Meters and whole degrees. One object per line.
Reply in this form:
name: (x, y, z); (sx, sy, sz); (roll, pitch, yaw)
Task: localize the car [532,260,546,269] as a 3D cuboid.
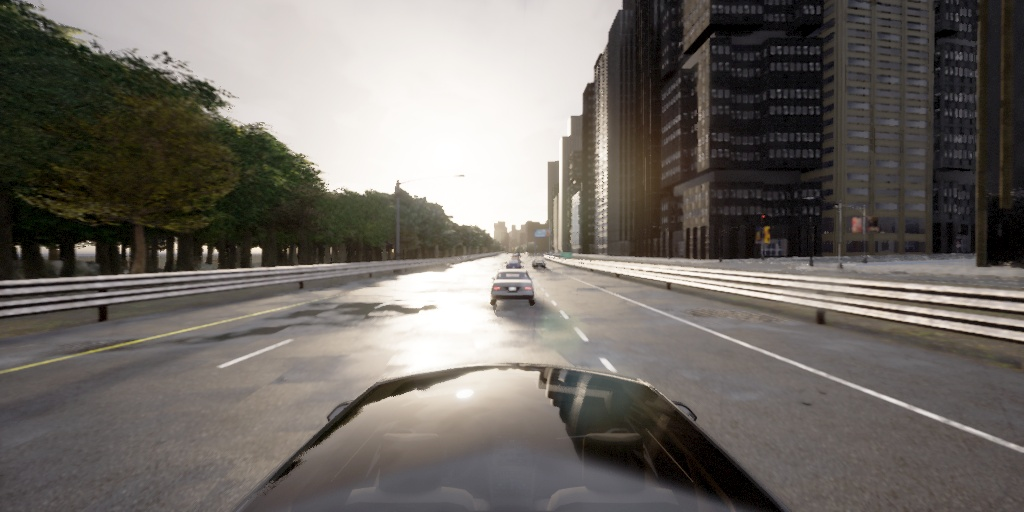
car: (3.896, 1.194, 53.122); (1.895, 1.301, 4.718); (0, 0, 1)

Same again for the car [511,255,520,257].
car: (0.414, 1.047, 62.616); (1.837, 1.490, 4.892); (0, 1, 1)

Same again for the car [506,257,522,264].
car: (0.205, 1.156, 44.088); (1.812, 1.442, 4.674); (0, 0, 1)

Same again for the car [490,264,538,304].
car: (0.026, 1.283, 16.119); (2.033, 1.411, 5.357); (0, 0, 0)
